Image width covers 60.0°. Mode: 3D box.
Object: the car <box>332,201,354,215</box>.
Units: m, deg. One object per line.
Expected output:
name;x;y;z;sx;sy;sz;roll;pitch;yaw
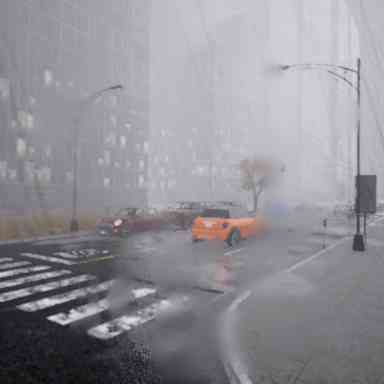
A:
car;18.597;2.167;40.623;1.895;1.301;4.718;0;-1;35

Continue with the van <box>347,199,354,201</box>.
van;37.900;2.471;79.204;1.690;1.788;3.998;1;0;34

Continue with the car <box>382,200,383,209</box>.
car;38.489;2.431;65.172;1.967;1.590;4.097;1;0;34

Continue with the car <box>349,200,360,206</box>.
car;41.073;2.746;83.872;1.887;1.381;4.507;1;0;34

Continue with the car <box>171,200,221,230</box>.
car;-0.210;1.520;23.189;2.192;1.841;5.009;1;0;34

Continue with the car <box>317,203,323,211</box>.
car;18.747;2.205;51.055;1.752;1.417;4.829;1;0;34

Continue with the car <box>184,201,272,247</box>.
car;1.916;1.494;16.129;2.097;1.767;4.553;0;-1;35

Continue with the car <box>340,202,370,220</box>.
car;16.254;2.007;32.493;2.008;1.369;4.403;1;0;34

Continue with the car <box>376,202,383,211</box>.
car;30.367;2.300;52.699;1.837;1.490;4.892;0;-1;34

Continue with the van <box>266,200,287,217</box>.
van;9.317;1.789;37.192;1.690;1.788;3.998;1;0;34

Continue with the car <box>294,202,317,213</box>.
car;15.666;2.187;46.527;1.802;1.307;4.206;1;0;34

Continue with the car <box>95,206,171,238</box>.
car;-3.388;1.562;18.520;1.967;1.590;4.097;1;0;34
